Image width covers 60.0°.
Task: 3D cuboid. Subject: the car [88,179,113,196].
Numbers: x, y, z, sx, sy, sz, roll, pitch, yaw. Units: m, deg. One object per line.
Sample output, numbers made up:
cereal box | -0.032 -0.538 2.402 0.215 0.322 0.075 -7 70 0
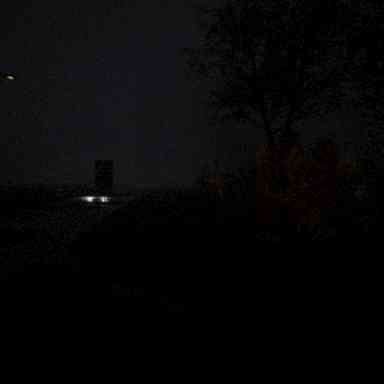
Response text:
car | -10.969 -0.628 40.380 2.150 2.045 5.566 0 3 -4
